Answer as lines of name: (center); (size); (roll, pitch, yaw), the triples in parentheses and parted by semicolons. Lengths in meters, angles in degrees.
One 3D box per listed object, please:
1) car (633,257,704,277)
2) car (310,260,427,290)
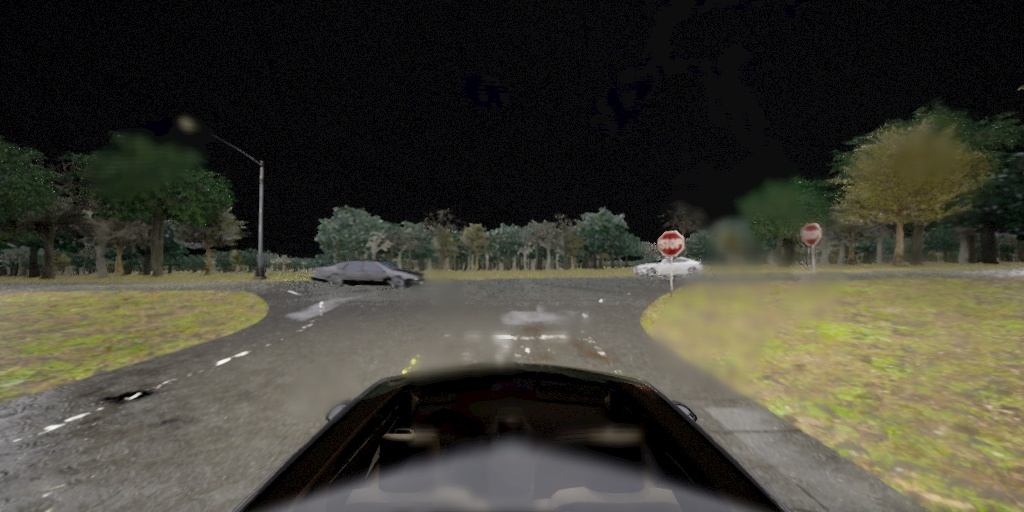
car: (10.967, 0.784, 25.214); (4.674, 1.442, 1.812); (-1, -2, -1)
car: (-7.107, 0.907, 18.024); (5.357, 1.411, 2.033); (2, -1, 0)
